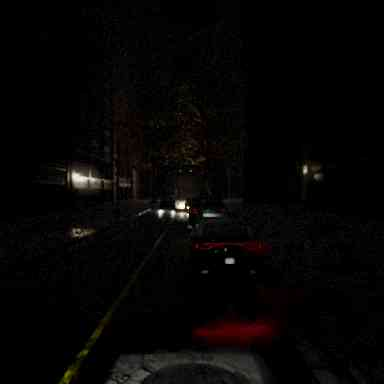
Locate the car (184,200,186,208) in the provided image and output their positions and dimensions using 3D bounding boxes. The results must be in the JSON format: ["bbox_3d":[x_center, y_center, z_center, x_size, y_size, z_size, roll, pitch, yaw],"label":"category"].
[{"bbox_3d":[-0.054,1.509,47.510,1.812,1.442,4.674,0,0,0],"label":"car"}]

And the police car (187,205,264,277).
[{"bbox_3d":[0.885,1.417,10.402,1.930,1.638,5.238,0,0,0],"label":"police car"}]

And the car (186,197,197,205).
[{"bbox_3d":[-0.084,1.590,61.703,1.895,1.301,4.718,0,0,0],"label":"car"}]

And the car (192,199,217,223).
[{"bbox_3d":[0.863,1.440,26.483,1.801,1.575,5.366,0,0,0],"label":"car"}]

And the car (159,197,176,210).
[{"bbox_3d":[-3.149,1.460,43.446,1.882,1.535,5.008,0,0,0],"label":"car"}]

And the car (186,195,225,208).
[{"bbox_3d":[0.872,1.211,20.323,2.150,2.045,5.566,0,0,0],"label":"car"}]
